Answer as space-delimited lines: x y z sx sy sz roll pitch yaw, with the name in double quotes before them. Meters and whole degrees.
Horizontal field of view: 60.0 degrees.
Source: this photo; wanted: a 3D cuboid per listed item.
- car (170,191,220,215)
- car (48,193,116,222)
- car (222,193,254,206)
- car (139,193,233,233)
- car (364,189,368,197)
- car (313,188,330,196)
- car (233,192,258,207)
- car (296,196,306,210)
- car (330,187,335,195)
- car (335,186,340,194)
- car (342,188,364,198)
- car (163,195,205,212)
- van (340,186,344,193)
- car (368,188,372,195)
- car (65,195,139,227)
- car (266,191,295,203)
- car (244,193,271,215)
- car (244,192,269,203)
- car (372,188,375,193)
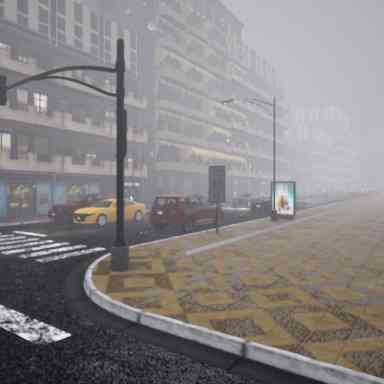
"car" 0.371 0.874 28.586 2.097 1.767 4.553 0 1 35
"car" -7.047 1.005 22.456 2.192 1.841 5.009 2 2 35
"car" 5.654 0.824 40.649 2.008 1.369 4.403 2 2 35
"car" -0.143 1.023 17.708 2.192 1.841 5.009 1 2 35
"car" 31.622 0.095 63.187 1.967 1.590 4.097 1 2 35
"car" 27.885 -0.030 72.471 1.967 1.590 4.097 2 2 35
"car" 6.114 0.838 36.795 1.837 1.490 4.892 0 1 35
"car" 9.386 0.962 31.358 1.947 1.339 4.313 1 2 35
"car" 31.061 -0.032 77.022 1.887 1.381 4.507 2 2 35
"car" 34.238 -0.245 81.565 1.967 1.590 4.097 2 2 35
"car" 28.445 0.306 58.643 1.887 1.381 4.507 1 2 35
"car" -0.697 1.064 31.557 1.802 1.307 4.206 2 2 35
"van" 37.414 -0.451 86.109 1.690 1.788 3.998 2 2 35
"car" 34.798 0.093 67.737 1.887 1.381 4.507 1 2 35
"car" -5.017 1.176 20.867 1.882 1.535 5.008 0 1 34
"car" 12.121 0.627 45.318 2.128 1.511 4.902 0 1 35
"car" 6.209 1.066 26.810 1.947 1.339 4.313 1 2 35
"car" 8.830 0.749 45.196 1.802 1.307 4.206 2 2 35
"car" 37.975 -0.015 72.285 1.887 1.381 4.507 1 2 35
